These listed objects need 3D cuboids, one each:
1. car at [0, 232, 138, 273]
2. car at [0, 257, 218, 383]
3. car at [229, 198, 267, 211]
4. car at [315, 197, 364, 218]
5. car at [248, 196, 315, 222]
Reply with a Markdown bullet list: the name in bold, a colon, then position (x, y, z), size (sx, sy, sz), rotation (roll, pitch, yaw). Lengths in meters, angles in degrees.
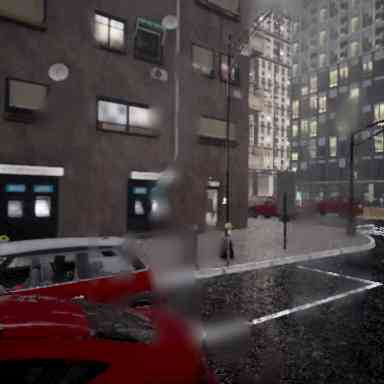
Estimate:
- **car**: position (-2.483, 1.448, 4.785), size (4.097, 1.590, 1.967), rotation (1, 0, -35)
- **car**: position (-1.932, 1.519, 2.003), size (4.674, 1.442, 1.812), rotation (1, -1, -36)
- **car**: position (6.610, 1.426, 39.649), size (1.947, 1.339, 4.313), rotation (2, 0, -36)
- **car**: position (13.138, 1.385, 30.673), size (2.192, 1.841, 5.009), rotation (2, 0, -36)
- **car**: position (6.396, 1.260, 25.699), size (2.192, 1.841, 5.009), rotation (2, 0, -36)
